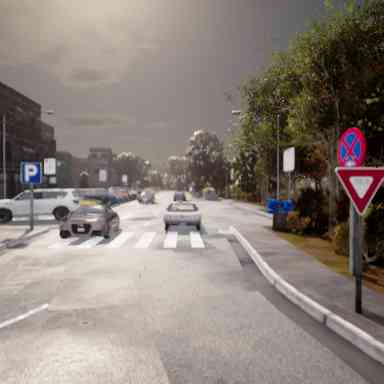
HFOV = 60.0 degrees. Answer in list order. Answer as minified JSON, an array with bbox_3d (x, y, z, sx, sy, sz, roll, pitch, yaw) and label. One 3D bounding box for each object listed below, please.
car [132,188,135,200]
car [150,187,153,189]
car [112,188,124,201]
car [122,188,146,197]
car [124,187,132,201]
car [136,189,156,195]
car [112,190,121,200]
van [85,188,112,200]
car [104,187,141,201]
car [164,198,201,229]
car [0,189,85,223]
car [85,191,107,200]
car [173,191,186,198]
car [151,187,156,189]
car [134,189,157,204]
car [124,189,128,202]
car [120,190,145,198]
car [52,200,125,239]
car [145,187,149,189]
[{"bbox_3d":[-11.227,0.507,48.640,4.553,1.767,2.185,-1,1,-22],"label":"car"},{"bbox_3d":[-12.445,0.229,78.633,4.674,1.452,2.002,-1,1,-22],"label":"car"},{"bbox_3d":[-10.934,0.658,39.628,4.553,1.767,2.185,-1,1,-22],"label":"car"},{"bbox_3d":[-12.113,0.188,69.625,4.553,1.767,2.185,-1,1,-22],"label":"car"},{"bbox_3d":[-11.109,0.557,45.642,4.553,1.767,2.185,-1,1,-22],"label":"car"},{"bbox_3d":[-12.914,-0.016,93.692,5.366,1.575,1.946,-1,1,-23],"label":"car"},{"bbox_3d":[-10.771,0.834,36.631,5.008,1.535,2.097,-1,1,-22],"label":"car"},{"bbox_3d":[-10.764,0.661,33.580,4.442,1.987,1.878,-1,1,-22],"label":"van"},{"bbox_3d":[-11.471,0.286,54.647,5.566,2.045,2.435,-1,1,-22],"label":"car"},{"bbox_3d":[-0.544,1.259,18.732,1.895,1.301,4.718,0,1,-2],"label":"car"},{"bbox_3d":[-10.163,0.838,21.604,5.566,2.045,2.435,-1,1,-22],"label":"car"},{"bbox_3d":[-10.229,0.980,27.703,5.366,1.575,1.946,-1,1,-22],"label":"car"},{"bbox_3d":[-1.895,0.643,50.838,1.812,1.442,4.674,0,1,-3],"label":"car"},{"bbox_3d":[-12.830,0.071,87.624,4.892,1.521,2.231,-1,1,-22],"label":"car"},{"bbox_3d":[-5.692,0.751,42.180,2.128,1.511,4.902,0,1,-2],"label":"car"},{"bbox_3d":[-11.022,0.773,42.638,4.674,1.452,2.002,-1,1,-22],"label":"car"},{"bbox_3d":[-11.958,0.396,66.635,4.674,1.452,2.002,-1,1,-22],"label":"car"},{"bbox_3d":[-4.520,1.280,15.213,1.994,1.385,4.181,0,1,-3],"label":"car"},{"bbox_3d":[-11.835,0.149,63.655,5.566,2.045,2.435,-1,1,-22],"label":"car"}]
